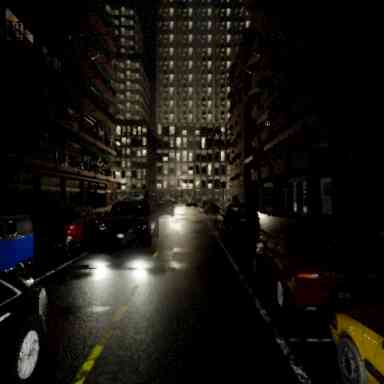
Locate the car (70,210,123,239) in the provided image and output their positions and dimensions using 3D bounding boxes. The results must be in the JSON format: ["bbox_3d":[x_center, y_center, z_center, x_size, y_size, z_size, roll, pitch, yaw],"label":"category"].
[{"bbox_3d":[-5.308,1.793,19.116,1.802,1.307,4.206,0,-1,0],"label":"car"}]

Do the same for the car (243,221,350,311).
[{"bbox_3d":[2.570,1.634,7.835,1.887,1.381,4.507,0,-1,0],"label":"car"}]

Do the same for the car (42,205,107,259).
[{"bbox_3d":[-5.308,1.463,13.478,2.192,1.841,5.009,0,-1,0],"label":"car"}]

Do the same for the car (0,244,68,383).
[{"bbox_3d":[-2.847,1.534,2.596,1.837,1.490,4.892,0,-1,0],"label":"car"}]

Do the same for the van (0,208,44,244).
[{"bbox_3d":[-5.309,1.427,7.838,1.690,1.788,3.998,0,-1,0],"label":"van"}]

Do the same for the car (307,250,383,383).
[{"bbox_3d":[2.569,1.554,2.365,1.752,1.417,4.829,0,-1,0],"label":"car"}]

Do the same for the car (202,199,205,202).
[{"bbox_3d":[2.579,2.064,47.485,1.752,1.417,4.829,0,-1,0],"label":"car"}]

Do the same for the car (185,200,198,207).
[{"bbox_3d":[-0.061,2.306,65.607,1.994,1.385,4.181,0,0,-8],"label":"car"}]

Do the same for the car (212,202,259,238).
[{"bbox_3d":[2.574,1.530,19.117,2.192,1.841,5.009,0,-1,0],"label":"car"}]

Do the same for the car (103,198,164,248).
[{"bbox_3d":[-2.828,1.397,15.989,2.150,2.045,5.566,0,0,0],"label":"car"}]

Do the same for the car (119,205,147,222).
[{"bbox_3d":[-5.306,1.920,30.396,1.802,1.307,4.206,0,-1,0],"label":"car"}]

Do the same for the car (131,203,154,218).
[{"bbox_3d":[-5.304,1.926,35.867,1.752,1.417,4.829,0,-1,0],"label":"car"}]

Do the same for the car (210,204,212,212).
[{"bbox_3d":[2.574,1.806,24.925,1.752,1.417,4.829,0,-1,0],"label":"car"}]

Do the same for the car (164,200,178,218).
[{"bbox_3d":[-2.778,1.903,35.371,1.837,1.490,4.892,0,-1,1],"label":"car"}]

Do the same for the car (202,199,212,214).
[{"bbox_3d":[2.577,1.998,41.845,1.752,1.417,4.829,0,-1,0],"label":"car"}]
